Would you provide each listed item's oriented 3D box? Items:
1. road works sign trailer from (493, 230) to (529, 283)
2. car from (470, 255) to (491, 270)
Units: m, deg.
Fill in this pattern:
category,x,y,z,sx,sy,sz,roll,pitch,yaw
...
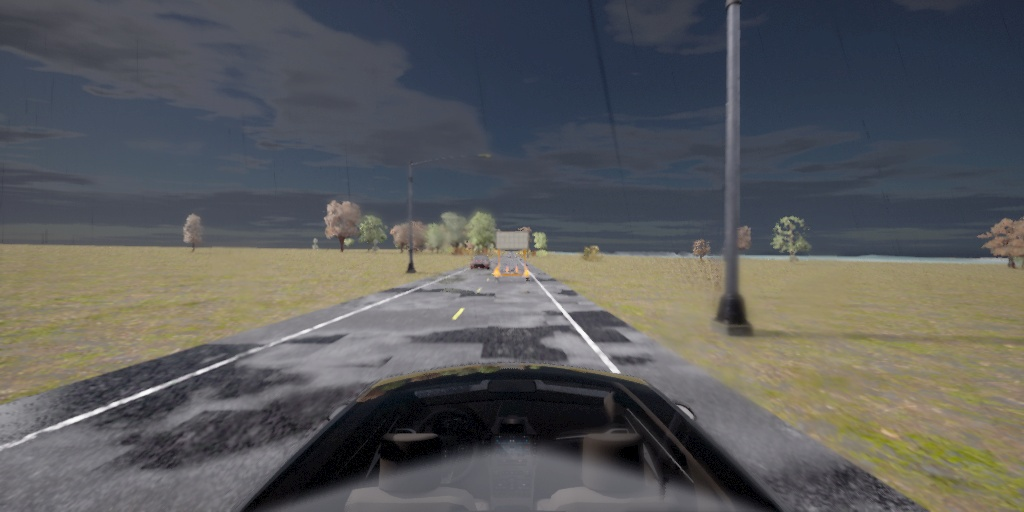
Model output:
category,x,y,z,sx,sy,sz,roll,pitch,yaw
road works sign trailer,0.001,-0.043,25.127,2.380,3.560,2.880,0,0,0
car,-3.565,0.671,40.949,2.097,1.767,4.553,0,1,0
